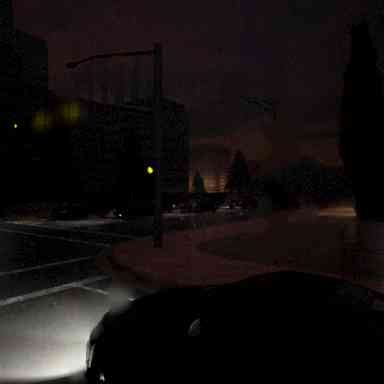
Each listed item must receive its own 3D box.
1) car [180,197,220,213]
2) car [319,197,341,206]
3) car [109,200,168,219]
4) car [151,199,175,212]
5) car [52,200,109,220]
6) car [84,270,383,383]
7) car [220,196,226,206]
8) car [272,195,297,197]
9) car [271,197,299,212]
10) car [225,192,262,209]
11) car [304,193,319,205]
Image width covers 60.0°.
[{"bbox_3d":[0.723,1.352,36.422,2.097,1.767,4.553,0,0,36],"label":"car"},{"bbox_3d":[23.273,1.491,55.198,2.128,1.511,4.902,0,0,36],"label":"car"},{"bbox_3d":[-4.599,1.601,29.096,1.895,1.301,4.718,0,0,36],"label":"car"},{"bbox_3d":[-3.878,1.505,36.039,1.837,1.490,4.892,0,0,36],"label":"car"},{"bbox_3d":[-9.402,1.478,28.456,1.882,1.535,5.008,0,0,36],"label":"car"},{"bbox_3d":[0.820,1.564,3.416,4.181,1.385,1.994,0,0,35],"label":"car"},{"bbox_3d":[1.865,1.547,43.938,2.033,1.411,5.357,0,0,36],"label":"car"},{"bbox_3d":[13.734,1.505,48.026,1.837,1.490,4.892,0,0,36],"label":"car"},{"bbox_3d":[10.739,1.564,37.954,1.994,1.385,4.181,0,0,36],"label":"car"},{"bbox_3d":[7.028,1.221,45.078,2.150,2.045,5.566,0,0,36],"label":"car"},{"bbox_3d":[21.546,1.491,58.777,2.128,1.511,4.902,0,0,36],"label":"car"}]
